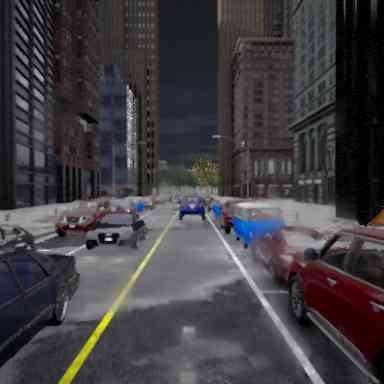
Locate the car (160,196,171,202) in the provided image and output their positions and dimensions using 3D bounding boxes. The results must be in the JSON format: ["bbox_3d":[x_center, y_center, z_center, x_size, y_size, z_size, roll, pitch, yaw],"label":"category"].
[{"bbox_3d":[-5.945,1.609,75.513,2.008,1.369,4.403,-1,0,0],"label":"car"}]

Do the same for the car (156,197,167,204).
[{"bbox_3d":[-5.920,1.644,64.758,1.802,1.307,4.206,-1,0,0],"label":"car"}]

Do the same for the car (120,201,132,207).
[{"bbox_3d":[-5.825,1.578,23.523,1.887,1.381,4.507,-1,0,0],"label":"car"}]

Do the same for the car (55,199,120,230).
[{"bbox_3d":[-5.816,1.343,18.637,2.192,1.841,5.009,-1,0,0],"label":"car"}]

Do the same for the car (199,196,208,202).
[{"bbox_3d":[2.580,1.575,75.878,1.752,1.417,4.829,-1,0,0],"label":"car"}]

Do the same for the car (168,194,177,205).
[{"bbox_3d":[-3.167,1.553,62.170,2.128,1.511,4.902,0,0,0],"label":"car"}]

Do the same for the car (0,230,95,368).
[{"bbox_3d":[-3.104,1.556,4.380,2.033,1.411,5.357,0,0,0],"label":"car"}]

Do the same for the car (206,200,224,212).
[{"bbox_3d":[2.665,1.623,39.289,1.802,1.307,4.206,-1,0,0],"label":"car"}]

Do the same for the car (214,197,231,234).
[{"bbox_3d":[2.733,1.336,19.450,2.192,1.841,5.009,-1,0,0],"label":"car"}]

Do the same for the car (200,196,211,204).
[{"bbox_3d":[2.604,1.605,65.302,2.008,1.369,4.403,-1,0,0],"label":"car"}]

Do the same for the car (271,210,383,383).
[{"bbox_3d":[2.750,1.318,4.188,2.192,1.841,5.009,-1,0,0],"label":"car"}]

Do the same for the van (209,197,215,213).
[{"bbox_3d":[2.721,1.373,29.626,1.690,1.788,3.998,-1,0,0],"label":"van"}]

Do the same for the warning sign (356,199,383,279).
[{"bbox_3d":[5.063,1.122,8.392,1.300,1.860,1.060,1,1,0],"label":"warning sign"}]

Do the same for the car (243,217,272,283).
[{"bbox_3d":[2.748,1.591,9.275,1.802,1.307,4.206,-1,0,0],"label":"car"}]

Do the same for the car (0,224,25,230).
[{"bbox_3d":[-5.790,1.568,8.864,2.008,1.369,4.403,-1,0,0],"label":"car"}]

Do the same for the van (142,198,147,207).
[{"bbox_3d":[-5.850,1.384,33.295,1.690,1.788,3.998,-1,0,0],"label":"van"}]

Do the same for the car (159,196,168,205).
[{"bbox_3d":[-5.908,1.606,59.380,1.887,1.381,4.507,-1,0,0],"label":"car"}]

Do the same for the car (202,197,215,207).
[{"bbox_3d":[2.628,1.618,54.896,1.947,1.339,4.313,-1,0,0],"label":"car"}]

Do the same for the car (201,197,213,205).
[{"bbox_3d":[2.616,1.619,60.100,1.947,1.339,4.313,-1,0,0],"label":"car"}]

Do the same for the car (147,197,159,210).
[{"bbox_3d":[-5.872,1.492,43.246,1.967,1.590,4.097,-1,0,0],"label":"car"}]

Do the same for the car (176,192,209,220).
[{"bbox_3d":[0.037,1.257,28.786,2.150,2.045,5.566,0,0,0],"label":"car"}]

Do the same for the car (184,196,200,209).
[{"bbox_3d":[-0.002,1.399,45.598,2.097,1.767,4.553,0,0,0],"label":"car"}]

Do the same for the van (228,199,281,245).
[{"bbox_3d":[2.739,1.357,14.363,1.690,1.788,3.998,-1,0,0],"label":"van"}]

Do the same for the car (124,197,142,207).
[{"bbox_3d":[-5.837,1.479,28.408,1.967,1.590,4.097,-1,0,0],"label":"car"}]

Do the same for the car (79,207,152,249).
[{"bbox_3d":[-3.120,1.585,14.444,1.994,1.385,4.181,0,0,0],"label":"car"}]
